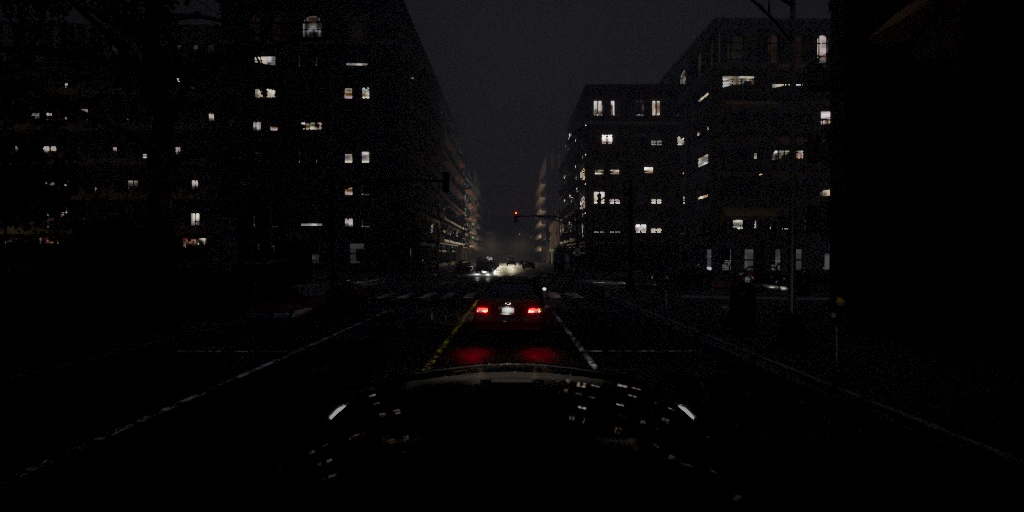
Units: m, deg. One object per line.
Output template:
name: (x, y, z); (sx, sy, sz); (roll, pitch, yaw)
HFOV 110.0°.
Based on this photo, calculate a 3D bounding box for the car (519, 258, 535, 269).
car: (2.556, 1.299, 54.252); (2.007, 1.370, 4.403); (0, 0, 0)

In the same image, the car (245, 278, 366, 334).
car: (-5.710, 1.331, 10.547); (1.802, 1.307, 4.207); (0, 0, 0)

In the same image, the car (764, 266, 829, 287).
car: (23.975, 1.740, 28.942); (5.357, 1.411, 2.033); (1, 0, -1)

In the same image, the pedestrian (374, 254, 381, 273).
pedestrian: (-12.794, 0.652, 33.932); (0.375, 1.860, 0.375); (0, -1, -1)

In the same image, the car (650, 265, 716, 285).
car: (13.700, 1.502, 28.790); (4.902, 1.511, 2.128); (1, 0, -1)

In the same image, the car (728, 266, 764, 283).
car: (21.305, 1.571, 31.465); (4.097, 1.591, 1.967); (0, 0, -1)

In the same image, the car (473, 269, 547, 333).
car: (0.056, 1.297, 10.759); (2.033, 1.411, 5.357); (0, 0, 3)

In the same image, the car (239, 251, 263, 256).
car: (-17.597, 0.694, 25.126); (5.566, 2.045, 2.150); (1, 0, -1)

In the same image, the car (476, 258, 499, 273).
car: (-3.175, 1.296, 43.235); (2.033, 1.411, 5.357); (0, 0, 4)

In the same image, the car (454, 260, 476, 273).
car: (-5.794, 1.188, 42.958); (1.967, 1.591, 4.097); (0, 0, 0)
